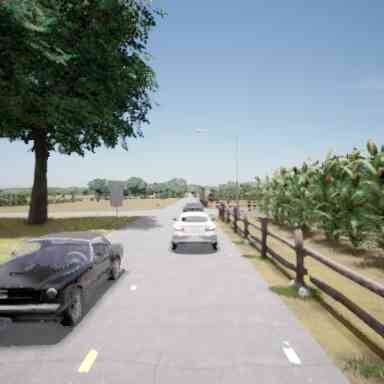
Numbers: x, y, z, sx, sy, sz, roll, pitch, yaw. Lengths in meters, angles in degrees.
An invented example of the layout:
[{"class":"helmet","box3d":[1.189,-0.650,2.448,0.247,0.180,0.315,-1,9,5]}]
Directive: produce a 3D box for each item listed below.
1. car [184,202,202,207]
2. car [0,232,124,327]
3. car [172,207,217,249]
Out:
[{"class":"car","box3d":[0.089,1.681,28.699,1.837,1.490,4.892,0,-1,0]},{"class":"car","box3d":[-2.843,1.617,7.176,1.895,1.301,4.718,0,0,0]},{"class":"car","box3d":[0.098,1.581,14.759,1.812,1.442,4.674,0,0,0]}]
